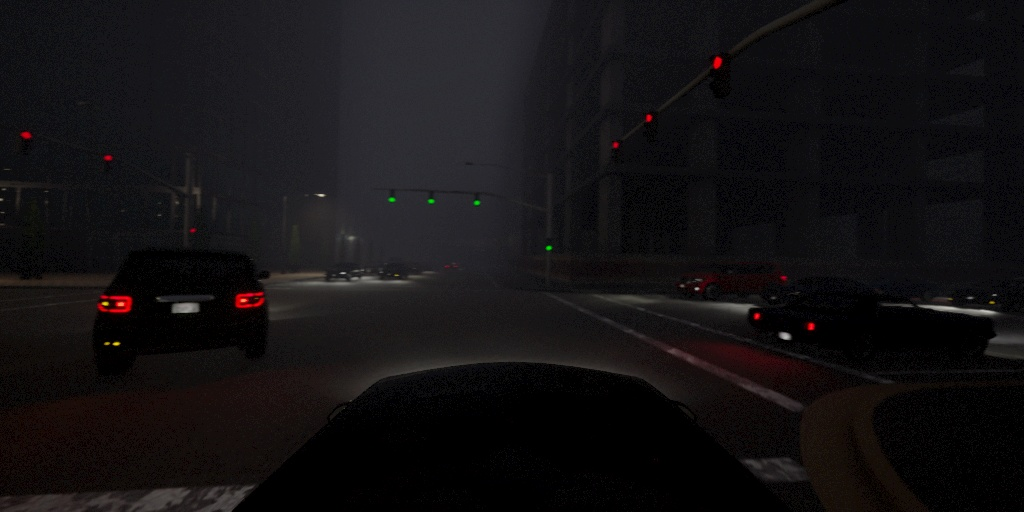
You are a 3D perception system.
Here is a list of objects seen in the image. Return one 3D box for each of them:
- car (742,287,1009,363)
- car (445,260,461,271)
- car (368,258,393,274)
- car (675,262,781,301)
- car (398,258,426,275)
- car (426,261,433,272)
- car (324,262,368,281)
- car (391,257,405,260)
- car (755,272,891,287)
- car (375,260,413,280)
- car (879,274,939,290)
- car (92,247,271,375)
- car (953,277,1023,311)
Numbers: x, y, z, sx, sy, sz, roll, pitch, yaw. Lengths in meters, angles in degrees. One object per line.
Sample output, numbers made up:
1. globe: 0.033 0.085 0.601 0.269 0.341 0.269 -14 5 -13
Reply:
1. car: 8.197 1.518 8.275 4.718 1.301 1.895 1 -1 -10
2. car: -9.836 1.696 58.768 1.895 1.301 4.718 1 -1 -6
3. car: -14.943 1.311 39.244 2.128 1.511 4.902 1 -1 -6
4. car: 11.870 1.312 19.527 5.566 2.045 2.150 1 -1 -6
5. car: -11.753 1.386 42.342 1.882 1.535 5.008 1 -1 -6
6. car: -12.798 1.507 52.483 1.812 1.442 4.674 1 -1 -6
7. car: -13.943 1.258 29.954 1.837 1.490 4.892 1 -1 -6
8. car: -16.022 1.116 49.646 2.150 2.045 5.566 1 -1 -5
9. car: 13.952 1.625 16.214 4.674 1.442 1.812 1 -1 -7
10. car: -10.746 1.346 32.939 1.837 1.490 4.892 1 0 -6
11. car: 21.534 1.760 20.604 5.008 1.535 1.882 1 -1 -7
12. car: -6.559 0.879 7.599 2.150 2.045 5.566 3 -2 -37
13. car: 23.849 1.861 17.342 4.181 1.385 1.994 1 -1 -7
